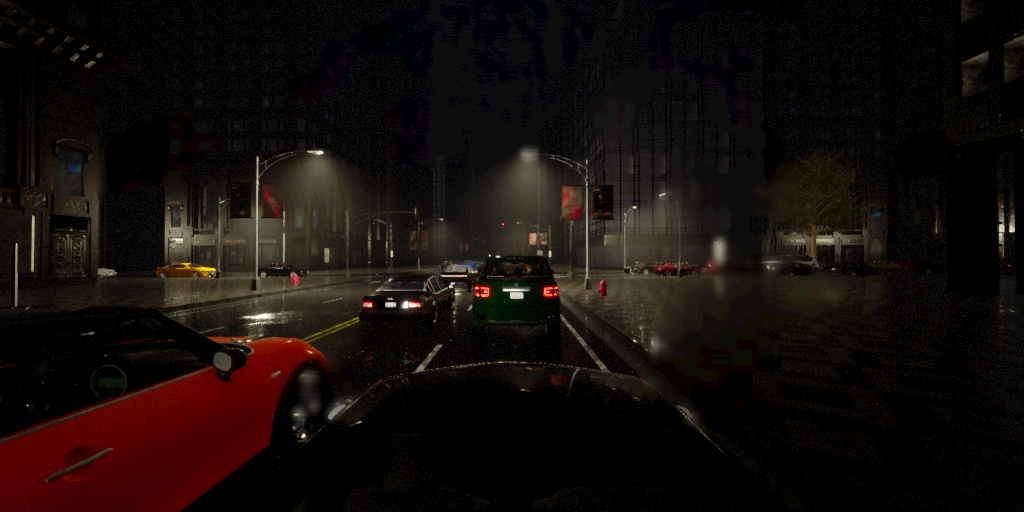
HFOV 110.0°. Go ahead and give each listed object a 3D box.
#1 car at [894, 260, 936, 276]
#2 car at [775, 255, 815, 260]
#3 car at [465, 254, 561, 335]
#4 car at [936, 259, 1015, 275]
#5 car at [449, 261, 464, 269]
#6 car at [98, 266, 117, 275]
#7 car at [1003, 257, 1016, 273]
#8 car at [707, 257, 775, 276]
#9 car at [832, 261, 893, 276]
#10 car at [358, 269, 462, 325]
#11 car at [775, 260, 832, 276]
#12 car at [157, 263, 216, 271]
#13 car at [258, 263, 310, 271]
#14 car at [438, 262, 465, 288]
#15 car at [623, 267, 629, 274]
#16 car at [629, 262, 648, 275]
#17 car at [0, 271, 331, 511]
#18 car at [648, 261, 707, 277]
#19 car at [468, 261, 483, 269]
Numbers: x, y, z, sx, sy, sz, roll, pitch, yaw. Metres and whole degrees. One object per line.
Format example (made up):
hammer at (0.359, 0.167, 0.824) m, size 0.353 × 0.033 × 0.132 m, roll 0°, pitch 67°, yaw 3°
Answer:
car at (42.563, 1.179, 36.369) m, size 5.008 × 1.535 × 1.882 m, roll 0°, pitch -1°, yaw 0°
car at (30.385, 0.985, 39.357) m, size 5.566 × 2.045 × 2.150 m, roll -1°, pitch -1°, yaw -2°
car at (0.113, 0.979, 10.654) m, size 2.150 × 2.045 × 5.566 m, roll 0°, pitch 0°, yaw 0°
car at (43.552, 1.213, 33.753) m, size 4.507 × 1.381 × 1.888 m, roll 0°, pitch 0°, yaw -1°
car at (-9.725, 1.571, 63.200) m, size 1.812 × 1.442 × 4.674 m, roll 0°, pitch 0°, yaw 1°
car at (-42.078, 1.542, 35.491) m, size 4.674 × 1.442 × 1.812 m, roll 0°, pitch -1°, yaw 0°
car at (49.191, 0.972, 33.832) m, size 5.009 × 1.841 × 2.192 m, roll 0°, pitch 0°, yaw -1°
car at (21.002, 1.040, 33.436) m, size 5.009 × 1.841 × 2.192 m, roll 0°, pitch 0°, yaw -1°
car at (32.276, 1.259, 33.594) m, size 4.313 × 1.339 × 1.948 m, roll 0°, pitch 0°, yaw -1°
car at (-3.122, 1.307, 11.737) m, size 2.033 × 1.411 × 5.357 m, roll 0°, pitch 0°, yaw 0°
car at (26.639, 1.275, 33.515) m, size 4.313 × 1.339 × 1.948 m, roll 0°, pitch 0°, yaw -1°
car at (-32.079, 1.448, 35.465) m, size 5.008 × 1.535 × 1.882 m, roll 0°, pitch -1°, yaw 0°
car at (-22.563, 1.432, 35.440) m, size 4.892 × 1.490 × 1.837 m, roll 0°, pitch -1°, yaw 0°
car at (-3.126, 1.280, 21.474) m, size 2.128 × 1.511 × 4.902 m, roll 0°, pitch 0°, yaw 0°
car at (15.245, 1.412, 41.881) m, size 4.313 × 1.339 × 1.948 m, roll 0°, pitch 0°, yaw -1°
car at (15.767, 1.319, 39.140) m, size 4.892 × 1.490 × 1.837 m, roll 0°, pitch -1°, yaw -1°
car at (-3.147, 1.102, 2.326) m, size 2.097 × 1.767 × 4.553 m, roll 0°, pitch 0°, yaw 0°
car at (15.363, 1.327, 33.357) m, size 4.207 × 1.307 × 1.802 m, roll 0°, pitch 0°, yaw -1°
car at (-6.465, 1.599, 64.056) m, size 2.033 × 1.411 × 5.357 m, roll 0°, pitch 0°, yaw 1°
